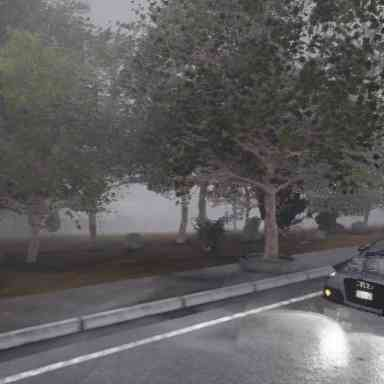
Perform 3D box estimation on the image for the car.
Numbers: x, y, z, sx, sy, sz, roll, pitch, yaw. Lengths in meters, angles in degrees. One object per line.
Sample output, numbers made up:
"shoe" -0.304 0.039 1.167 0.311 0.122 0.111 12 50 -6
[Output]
"car" 4.649 1.655 6.995 4.181 1.385 1.994 1 -1 -35
